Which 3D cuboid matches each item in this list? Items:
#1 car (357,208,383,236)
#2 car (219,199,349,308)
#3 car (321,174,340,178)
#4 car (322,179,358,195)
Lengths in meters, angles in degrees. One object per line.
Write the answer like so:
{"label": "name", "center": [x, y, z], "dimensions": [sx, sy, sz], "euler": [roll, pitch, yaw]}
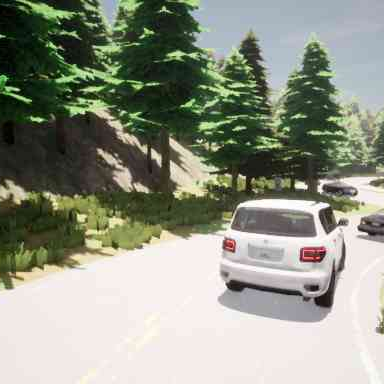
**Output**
{"label": "car", "center": [10.135, 1.414, 15.831], "dimensions": [5.357, 1.411, 2.033], "euler": [-1, 5, -32]}
{"label": "car", "center": [2.552, 1.200, 8.380], "dimensions": [2.150, 2.045, 5.566], "euler": [3, 2, 27]}
{"label": "car", "center": [27.729, -3.353, 66.503], "dimensions": [2.150, 2.045, 5.566], "euler": [4, 7, 43]}
{"label": "car", "center": [16.361, -0.362, 36.929], "dimensions": [2.128, 1.511, 4.902], "euler": [-1, 5, -8]}
